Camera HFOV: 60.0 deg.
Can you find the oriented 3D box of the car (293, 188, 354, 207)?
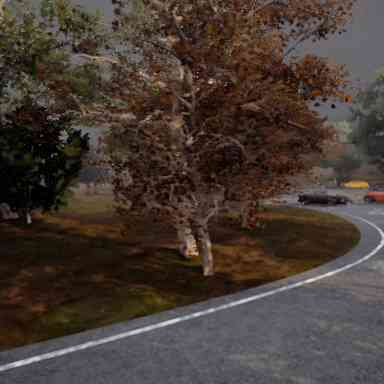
[{"bbox_3d":[13.038,0.638,32.891,2.033,1.411,5.357,-4,2,-31],"label":"car"}]

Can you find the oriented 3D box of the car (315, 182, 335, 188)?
[{"bbox_3d":[26.245,-1.235,64.744,4.902,1.511,2.128,-3,2,-14],"label":"car"}]

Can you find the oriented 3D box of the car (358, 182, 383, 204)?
[{"bbox_3d":[18.671,0.225,31.177,2.097,1.767,4.553,-4,3,-42],"label":"car"}]

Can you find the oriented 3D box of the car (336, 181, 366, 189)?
[{"bbox_3d":[30.053,-1.345,62.047,5.008,1.535,1.882,-3,2,-5],"label":"car"}]

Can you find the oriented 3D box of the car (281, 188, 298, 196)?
[{"bbox_3d":[15.735,-0.189,53.113,1.994,1.385,4.181,-2,2,33],"label":"car"}]
